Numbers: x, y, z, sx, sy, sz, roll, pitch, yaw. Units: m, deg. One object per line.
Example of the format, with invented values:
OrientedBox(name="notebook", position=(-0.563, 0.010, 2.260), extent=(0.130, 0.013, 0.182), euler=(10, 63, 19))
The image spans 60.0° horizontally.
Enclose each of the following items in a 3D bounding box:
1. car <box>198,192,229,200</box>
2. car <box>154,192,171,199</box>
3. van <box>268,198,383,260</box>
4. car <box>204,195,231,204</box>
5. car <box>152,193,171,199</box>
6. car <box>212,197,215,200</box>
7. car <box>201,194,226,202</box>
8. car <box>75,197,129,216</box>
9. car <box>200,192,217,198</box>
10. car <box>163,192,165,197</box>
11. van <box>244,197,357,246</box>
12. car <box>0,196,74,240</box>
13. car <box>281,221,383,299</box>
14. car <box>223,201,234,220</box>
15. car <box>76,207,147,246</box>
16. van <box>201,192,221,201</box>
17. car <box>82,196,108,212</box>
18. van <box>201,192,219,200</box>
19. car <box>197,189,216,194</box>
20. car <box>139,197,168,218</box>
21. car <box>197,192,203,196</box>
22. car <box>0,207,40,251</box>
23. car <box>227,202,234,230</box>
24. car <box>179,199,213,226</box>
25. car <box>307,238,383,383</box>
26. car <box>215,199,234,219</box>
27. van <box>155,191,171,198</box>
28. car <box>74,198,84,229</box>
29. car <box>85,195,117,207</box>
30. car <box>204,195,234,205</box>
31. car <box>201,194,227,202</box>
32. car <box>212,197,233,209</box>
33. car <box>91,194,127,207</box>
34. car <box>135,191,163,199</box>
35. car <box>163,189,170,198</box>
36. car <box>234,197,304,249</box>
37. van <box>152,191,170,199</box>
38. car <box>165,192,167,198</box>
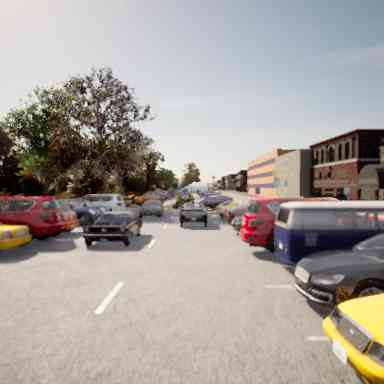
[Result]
OrientedBox(name="car", position=(2.871, 1.270, 40.827), extent=(2.097, 1.767, 4.553), euler=(0, 1, 26))
OrientedBox(name="car", position=(-8.076, 0.862, 91.404), extent=(4.553, 1.767, 2.185), euler=(0, 1, 0))
OrientedBox(name="van", position=(4.658, 1.250, 9.340), extent=(4.442, 1.987, 1.878), euler=(0, 0, 0))
OrientedBox(name="car", position=(4.365, 1.284, 57.626), extent=(4.674, 1.452, 2.002), euler=(0, 0, 0))
OrientedBox(name="car", position=(-8.148, 1.072, 88.711), extent=(4.792, 1.488, 2.163), euler=(0, 1, 0))
OrientedBox(name="car", position=(4.530, 1.502, 31.464), extent=(4.674, 1.452, 2.002), euler=(-1, 0, 0))
OrientedBox(name="car", position=(4.394, 1.215, 68.928), extent=(5.008, 1.535, 2.097), euler=(0, 0, 0))
OrientedBox(name="car", position=(-8.503, 1.336, 31.613), extent=(4.553, 1.767, 2.185), euler=(0, 0, 0))
OrientedBox(name="car", position=(4.432, 0.858, 91.551), extent=(4.553, 1.767, 2.185), euler=(0, 1, 0))
OrientedBox(name="car", position=(-8.191, 1.229, 63.151), extent=(5.008, 1.535, 2.097), euler=(0, 0, 0))
OrientedBox(name="van", position=(4.659, 1.247, 14.782), extent=(4.442, 1.987, 1.878), euler=(0, 0, 0))
OrientedBox(name="car", position=(-8.566, 1.222, 14.778), extent=(5.566, 2.045, 2.435), euler=(0, 0, 0))
OrientedBox(name="car", position=(4.547, 1.479, 6.557), extent=(4.892, 1.521, 2.231), euler=(0, 0, 0))
OrientedBox(name="car", position=(4.573, 1.498, 20.473), extent=(4.792, 1.488, 2.163), euler=(0, 0, 0))
OrientedBox(name="car", position=(-3.498, 1.593, 15.431), extent=(1.895, 1.301, 4.718), euler=(0, 0, 0))
OrientedBox(name="van", position=(4.299, 0.974, 74.579), extent=(4.442, 1.987, 1.878), euler=(0, 0, 0))
OrientedBox(name="car", position=(-8.567, 1.342, 23.133), extent=(4.553, 1.767, 2.185), euler=(0, 0, 0))
OrientedBox(name="van", position=(4.315, 0.957, 80.110), extent=(4.442, 1.987, 1.878), euler=(0, 0, 0))
OrientedBox(name="car", position=(4.436, 0.956, 71.753), extent=(5.566, 2.045, 2.435), euler=(0, 0, 0))
OrientedBox(name="car", position=(-3.531, 1.490, 29.529), extent=(1.837, 1.490, 4.892), euler=(0, 0, 1))
OrientedBox(name="car", position=(4.198, 1.226, 63.277), extent=(5.366, 1.575, 1.946), euler=(0, 0, 0))
OrientedBox(name="car", position=(-8.723, 1.472, 11.994), extent=(5.366, 1.575, 1.946), euler=(0, 0, 0))
OrientedBox(name="car", position=(4.550, 1.472, 17.690), extent=(4.892, 1.521, 2.231), euler=(0, 0, 0))
OrientedBox(name="car", position=(0.104, 1.478, 23.208), extent=(2.128, 1.511, 4.902), euler=(0, 0, 0))
OrientedBox(name="car", position=(4.355, 1.475, 3.774), extent=(5.366, 1.575, 1.946), euler=(0, 0, 0))
OrientedBox(name="car", position=(4.515, 1.495, 26.040), extent=(4.792, 1.488, 2.163), euler=(0, 0, 0))
OrientedBox(name="van", position=(-8.216, 0.703, 94.349), extent=(4.442, 1.987, 1.878), euler=(0, 1, 0))
OrientedBox(name="car", position=(-8.505, 1.346, 17.688), extent=(4.553, 1.767, 2.185), euler=(0, 0, 0))
OrientedBox(name="car", position=(-8.567, 1.340, 25.918), extent=(4.553, 1.767, 2.185), euler=(0, 0, 0))
OrientedBox(name="car", position=(4.330, 1.280, 54.799), extent=(4.792, 1.488, 2.163), euler=(0, 0, 0))
OrientedBox(name="car", position=(4.396, 1.222, 66.103), extent=(5.008, 1.535, 2.097), euler=(0, 0, 0))
OrientedBox(name="car", position=(4.731, 1.460, 28.823), extent=(5.366, 1.575, 1.946), euler=(0, 0, 0))
OrientedBox(name="car", position=(-8.564, 1.213, 28.828), extent=(5.566, 2.045, 2.435), euler=(0, 0, 0))
OrientedBox(name="car", position=(-8.173, 1.111, 60.451), extent=(4.553, 1.767, 2.185), euler=(0, 0, 0))
OrientedBox(name="car", position=(-8.125, 0.942, 77.268), extent=(5.566, 2.045, 2.435), euler=(0, 0, 0))
OrientedBox(name="car", position=(4.570, 1.223, 12.123), extent=(5.566, 2.045, 2.435), euler=(0, 0, 0))
OrientedBox(name="van", position=(-8.006, 0.873, 85.879), extent=(4.442, 1.987, 1.878), euler=(0, 1, 0))
OrientedBox(name="car", position=(-8.185, 1.216, 68.923), extent=(4.892, 1.521, 2.231), euler=(0, 0, 0))
